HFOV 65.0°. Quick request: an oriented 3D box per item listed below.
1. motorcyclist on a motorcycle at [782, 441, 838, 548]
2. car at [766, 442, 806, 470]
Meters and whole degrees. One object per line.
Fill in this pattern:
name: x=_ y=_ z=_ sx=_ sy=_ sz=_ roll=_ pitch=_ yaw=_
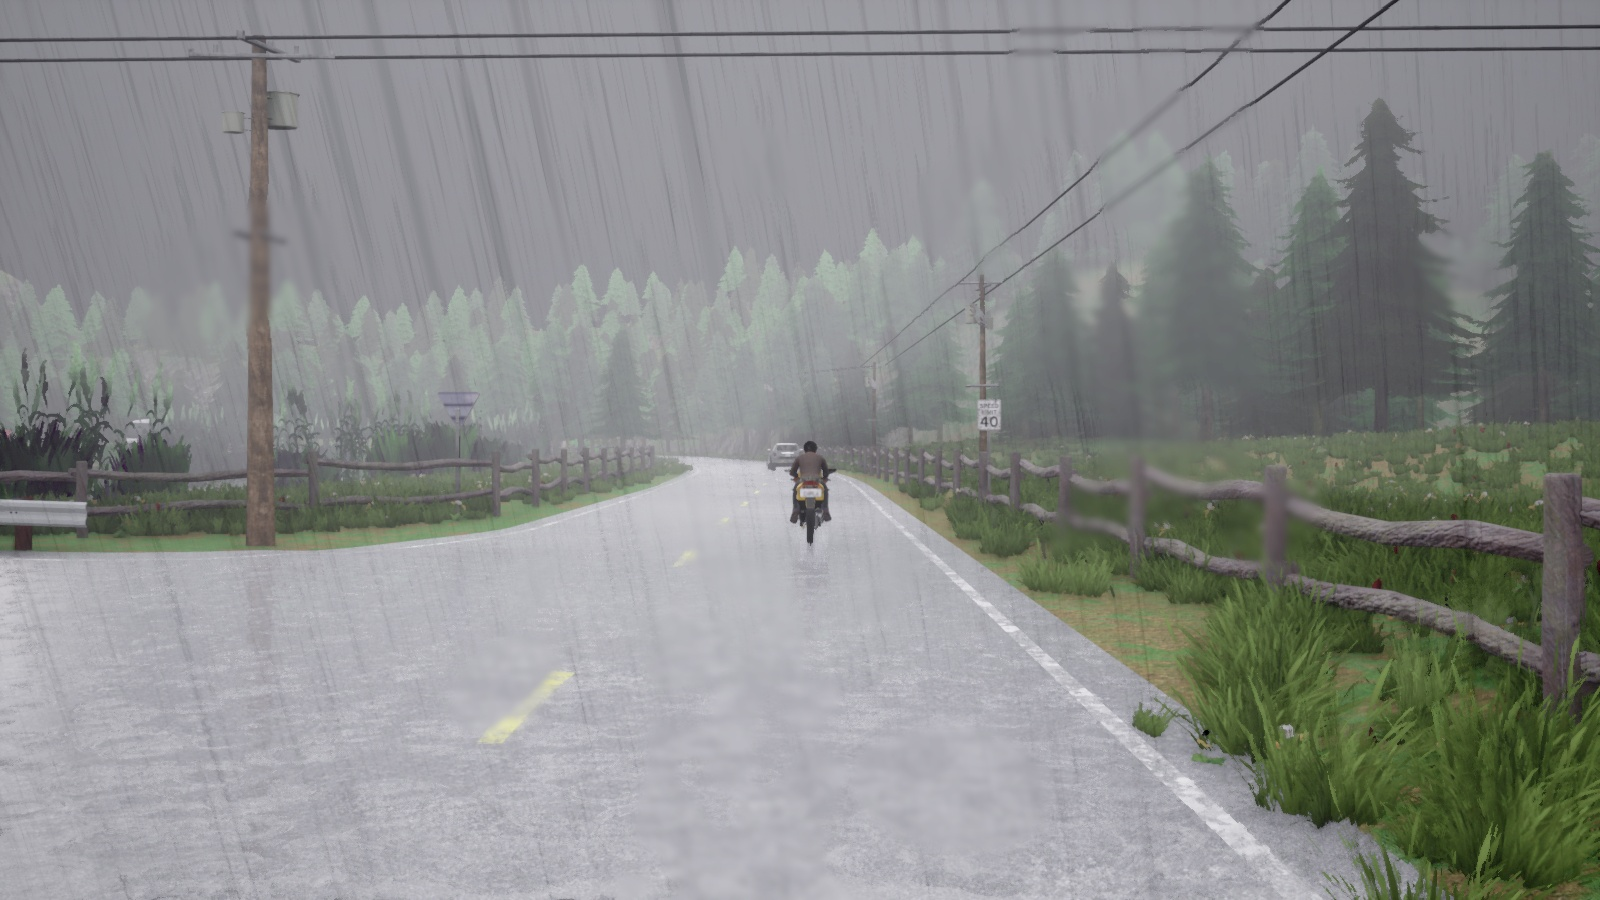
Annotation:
motorcyclist on a motorcycle: x=0.155 y=0.622 z=18.894 sx=0.797 sy=1.523 sz=2.044 roll=0 pitch=0 yaw=0
car: x=-0.822 y=0.318 z=69.546 sx=1.970 sy=1.475 sz=3.806 roll=0 pitch=0 yaw=-5
